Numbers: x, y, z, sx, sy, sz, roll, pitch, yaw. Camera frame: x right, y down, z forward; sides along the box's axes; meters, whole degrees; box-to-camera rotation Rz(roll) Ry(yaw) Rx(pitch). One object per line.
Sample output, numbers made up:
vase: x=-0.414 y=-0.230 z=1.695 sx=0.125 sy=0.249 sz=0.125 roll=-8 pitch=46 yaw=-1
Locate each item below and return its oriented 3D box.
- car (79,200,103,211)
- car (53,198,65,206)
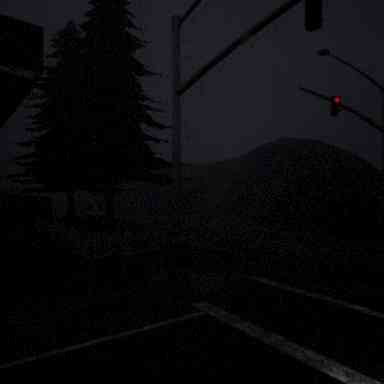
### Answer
car: x=-13.606 y=1.759 z=44.540 sx=1.895 sy=1.301 sz=4.718 roll=0 pitch=0 yaw=-35
car: x=-23.895 y=1.720 z=58.711 sx=1.994 sy=1.385 sz=4.181 roll=0 pitch=0 yaw=-39
